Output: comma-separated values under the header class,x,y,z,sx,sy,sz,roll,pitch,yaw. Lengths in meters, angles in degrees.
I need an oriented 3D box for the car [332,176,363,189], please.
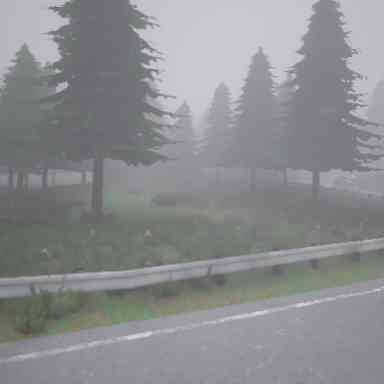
class,x,y,z,sx,sy,sz,roll,pitch,yaw
car,17.695,-1.113,37.987,1.837,1.490,4.892,2,6,1
